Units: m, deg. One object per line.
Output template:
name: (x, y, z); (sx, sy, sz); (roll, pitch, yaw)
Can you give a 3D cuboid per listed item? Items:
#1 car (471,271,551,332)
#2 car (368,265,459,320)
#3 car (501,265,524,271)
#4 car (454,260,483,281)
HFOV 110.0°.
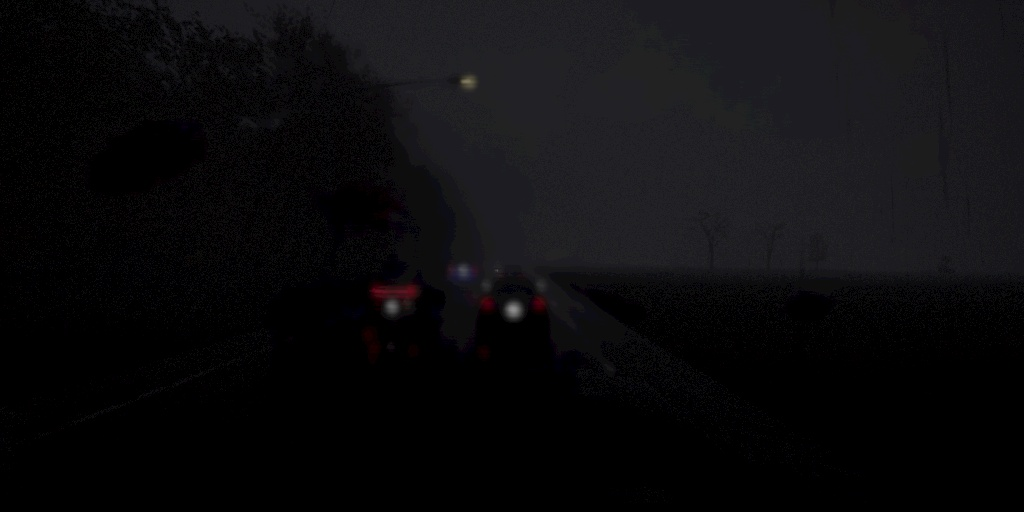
car: (0.058, 1.317, 10.879); (1.994, 1.385, 4.181); (0, 0, 0)
car: (-3.431, 1.248, 12.727); (2.128, 1.511, 4.902); (0, 0, 0)
car: (0.043, 1.309, 24.068); (2.033, 1.411, 5.357); (0, 0, 0)
car: (-3.432, 1.114, 27.524); (2.097, 1.767, 4.553); (0, 0, 0)
